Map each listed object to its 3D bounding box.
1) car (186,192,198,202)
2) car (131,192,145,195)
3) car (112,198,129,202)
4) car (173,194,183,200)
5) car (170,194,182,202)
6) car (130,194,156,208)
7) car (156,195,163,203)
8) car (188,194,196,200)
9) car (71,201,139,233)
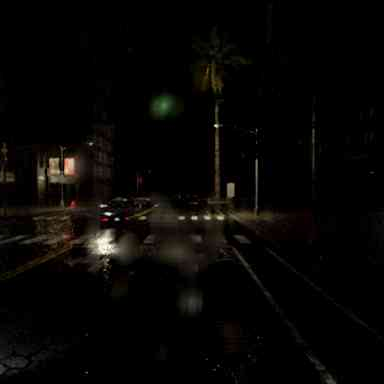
[{"bbox_3d":[0.008,0.955,64.933,2.150,2.045,5.566,0,0,0],"label":"car"},{"bbox_3d":[-9.767,0.966,60.814,2.150,2.045,5.566,0,0,1],"label":"car"},{"bbox_3d":[-9.829,1.401,44.795,1.895,1.301,4.718,0,0,0],"label":"car"},{"bbox_3d":[-3.241,1.080,75.326,2.033,1.411,5.357,0,0,0],"label":"car"},{"bbox_3d":[-3.242,1.296,65.322,1.994,1.385,4.181,0,0,0],"label":"car"},{"bbox_3d":[-6.578,1.346,45.075,2.033,1.411,5.357,0,0,0],"label":"car"},{"bbox_3d":[-6.524,1.270,60.920,1.812,1.442,4.674,0,0,1],"label":"car"},{"bbox_3d":[0.009,1.136,75.356,1.895,1.301,4.718,0,0,0],"label":"car"},{"bbox_3d":[-5.375,1.455,19.237,2.033,1.411,5.357,0,0,-36],"label":"car"}]
